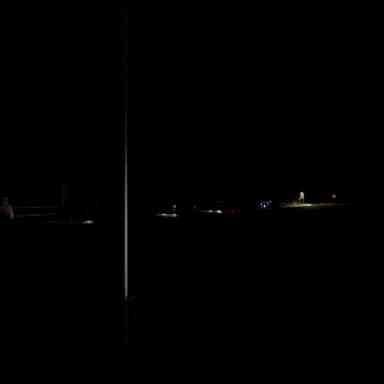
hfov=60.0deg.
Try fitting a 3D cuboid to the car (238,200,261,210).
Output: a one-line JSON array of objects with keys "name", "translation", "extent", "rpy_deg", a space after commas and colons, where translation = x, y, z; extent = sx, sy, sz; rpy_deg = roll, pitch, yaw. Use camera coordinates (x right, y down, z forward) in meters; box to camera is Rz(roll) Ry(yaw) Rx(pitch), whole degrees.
[{"name": "car", "translation": [7.792, 1.914, 49.400], "extent": [2.128, 1.511, 4.902], "rpy_deg": [-1, -1, 35]}]

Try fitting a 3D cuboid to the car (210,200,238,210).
[{"name": "car", "translation": [4.572, 1.964, 49.765], "extent": [1.812, 1.442, 4.674], "rpy_deg": [-1, -1, 36]}]

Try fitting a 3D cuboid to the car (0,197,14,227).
[{"name": "car", "translation": [-14.704, 1.343, 21.778], "extent": [2.150, 2.045, 5.566], "rpy_deg": [-1, -1, 32]}]

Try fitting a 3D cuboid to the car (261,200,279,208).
[{"name": "car", "translation": [13.485, 2.113, 57.666], "extent": [1.895, 1.301, 4.718], "rpy_deg": [-1, -1, 35]}]

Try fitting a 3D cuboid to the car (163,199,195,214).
[{"name": "car", "translation": [-1.595, 1.692, 40.976], "extent": [2.097, 1.767, 4.553], "rpy_deg": [-1, -1, 35]}]

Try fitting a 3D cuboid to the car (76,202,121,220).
[{"name": "car", "translation": [-8.422, 1.708, 31.160], "extent": [1.882, 1.535, 5.008], "rpy_deg": [-1, -1, 35]}]
